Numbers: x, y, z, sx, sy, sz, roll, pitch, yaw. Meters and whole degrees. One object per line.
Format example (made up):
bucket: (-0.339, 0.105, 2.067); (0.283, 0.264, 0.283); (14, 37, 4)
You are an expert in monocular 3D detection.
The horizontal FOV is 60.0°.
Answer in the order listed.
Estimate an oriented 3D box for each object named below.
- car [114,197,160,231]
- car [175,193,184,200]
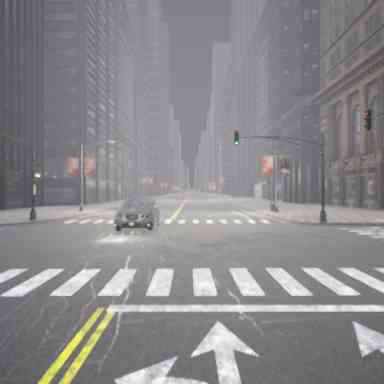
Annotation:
car: (-3.258, 1.352, 20.665); (2.150, 2.045, 5.566); (0, 0, 0)
car: (-3.272, 1.163, 88.283); (2.150, 2.045, 5.566); (0, 0, 0)
